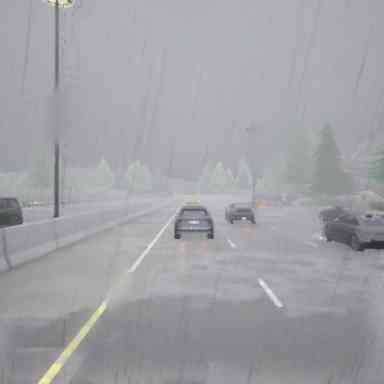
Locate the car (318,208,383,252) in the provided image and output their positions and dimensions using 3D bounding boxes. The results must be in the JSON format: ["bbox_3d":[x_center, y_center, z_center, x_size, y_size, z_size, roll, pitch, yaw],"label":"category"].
[{"bbox_3d":[7.099,1.596,13.977,1.994,1.385,4.181,0,0,0],"label":"car"}]

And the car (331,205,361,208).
[{"bbox_3d":[10.599,1.600,23.081,2.033,1.411,5.357,0,0,0],"label":"car"}]

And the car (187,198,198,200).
[{"bbox_3d":[0.072,1.575,43.669,1.882,1.535,5.008,0,0,0],"label":"car"}]

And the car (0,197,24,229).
[{"bbox_3d":[-10.593,1.259,16.598,2.150,2.045,5.566,0,0,0],"label":"car"}]

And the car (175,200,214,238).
[{"bbox_3d":[0.099,1.471,17.806,2.033,1.649,4.856,0,0,0],"label":"car"}]

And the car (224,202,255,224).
[{"bbox_3d":[3.599,1.563,25.403,1.837,1.490,4.892,0,0,0],"label":"car"}]
